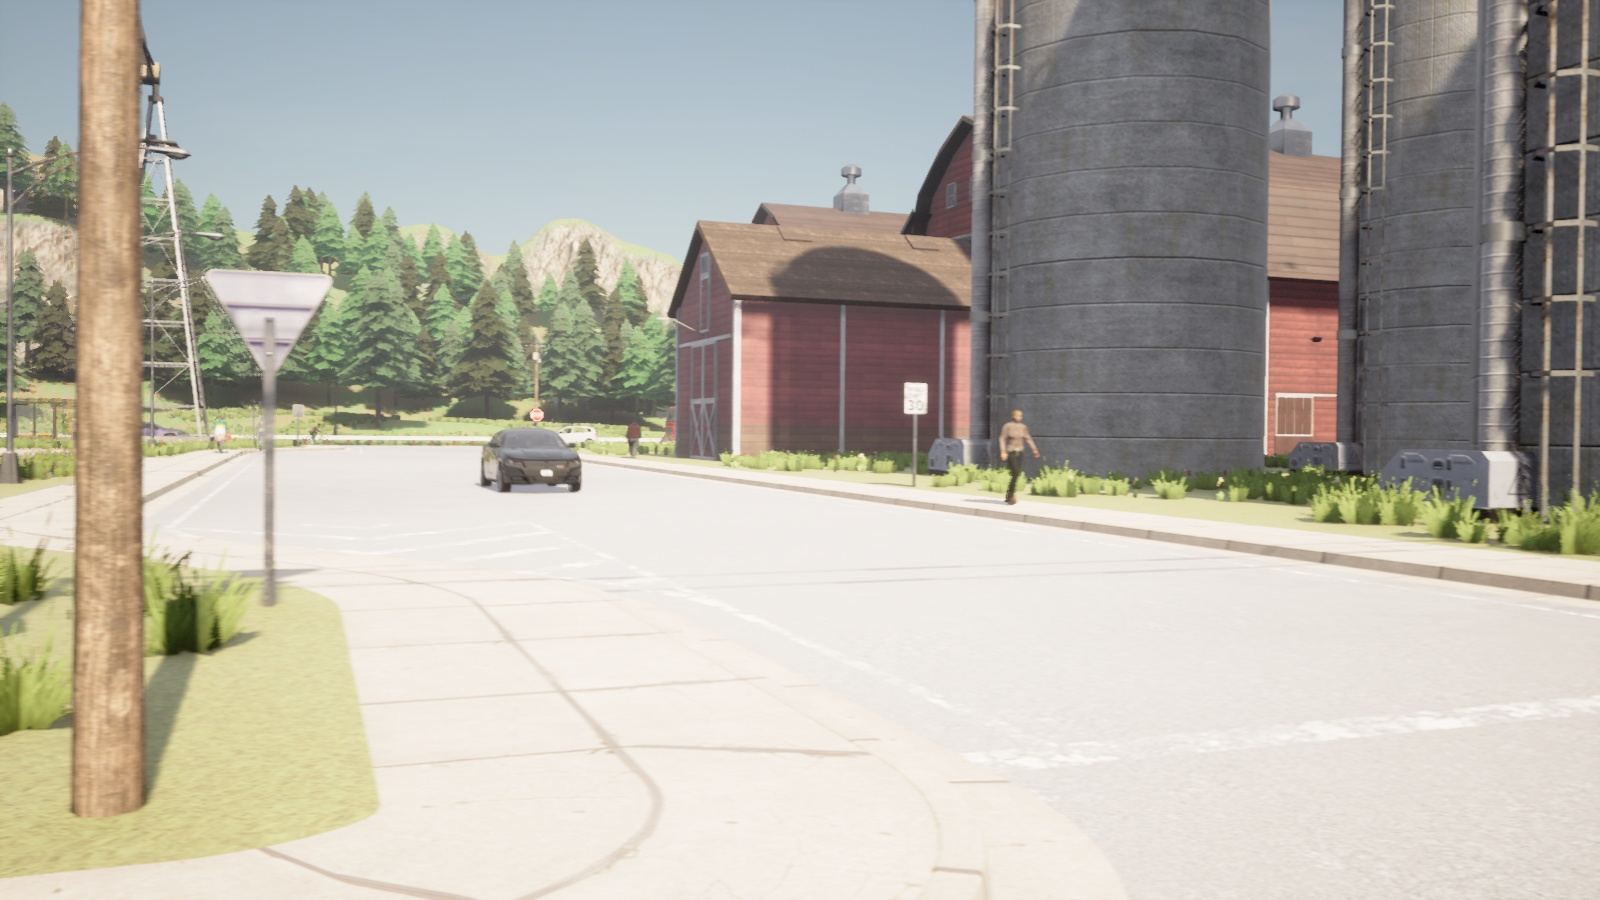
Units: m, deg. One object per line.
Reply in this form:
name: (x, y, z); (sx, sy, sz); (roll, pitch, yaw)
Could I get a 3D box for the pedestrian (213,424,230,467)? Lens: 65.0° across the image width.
pedestrian: (-27.003, -0.208, 58.599); (0.659, 1.952, 0.873); (-1, 1, -24)

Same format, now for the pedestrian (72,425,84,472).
pedestrian: (-28.463, -0.044, 49.507); (0.345, 1.836, 0.594); (-1, 1, -27)

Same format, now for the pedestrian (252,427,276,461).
pedestrian: (-29.062, -0.341, 68.115); (0.874, 1.855, 0.900); (-1, 1, -2)

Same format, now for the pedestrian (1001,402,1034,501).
pedestrian: (4.096, 0.024, 23.675); (0.331, 1.846, 0.634); (-1, 1, -18)

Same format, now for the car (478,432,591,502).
car: (-6.596, 0.346, 30.761); (1.882, 1.535, 5.008); (-1, 1, -22)

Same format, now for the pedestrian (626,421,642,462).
pedestrian: (-7.509, -0.392, 56.784); (0.634, 1.844, 0.899); (-1, 1, -10)

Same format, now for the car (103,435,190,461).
car: (-43.437, -0.161, 83.578); (4.856, 1.649, 2.033); (-1, 1, -21)

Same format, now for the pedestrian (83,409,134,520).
pedestrian: (-11.813, 0.232, 21.480); (0.634, 1.844, 0.899); (-1, 1, -22)

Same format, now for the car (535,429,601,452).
car: (-17.918, -0.741, 96.914); (4.611, 1.667, 2.242); (-1, 1, -20)
